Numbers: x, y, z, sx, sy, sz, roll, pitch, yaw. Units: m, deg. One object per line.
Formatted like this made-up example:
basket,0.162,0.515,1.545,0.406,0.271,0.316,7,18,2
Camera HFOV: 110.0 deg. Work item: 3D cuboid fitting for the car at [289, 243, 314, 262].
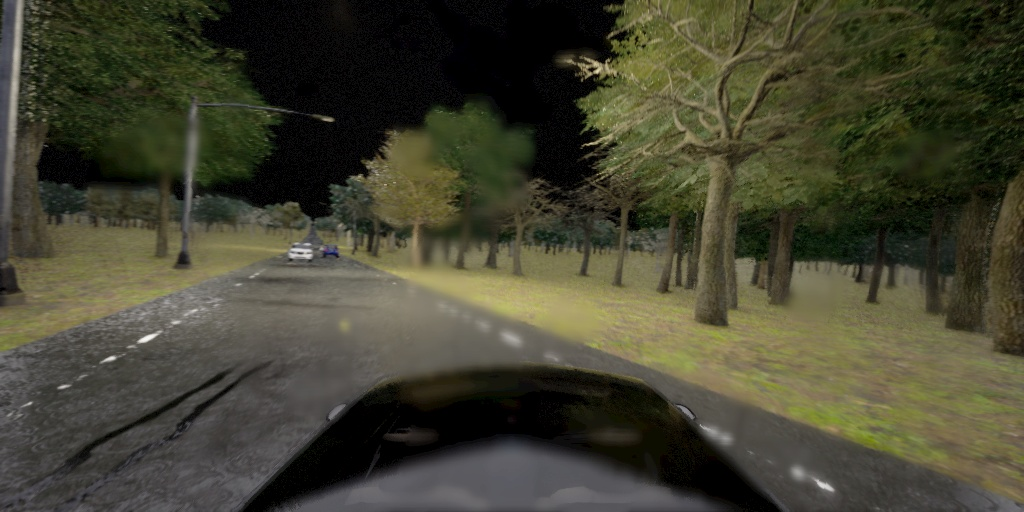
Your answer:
car,-23.695,-0.445,40.364,2.150,2.045,5.566,4,0,-29

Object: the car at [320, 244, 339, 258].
car,-28.929,-0.812,57.259,2.150,2.045,5.566,4,0,-29
